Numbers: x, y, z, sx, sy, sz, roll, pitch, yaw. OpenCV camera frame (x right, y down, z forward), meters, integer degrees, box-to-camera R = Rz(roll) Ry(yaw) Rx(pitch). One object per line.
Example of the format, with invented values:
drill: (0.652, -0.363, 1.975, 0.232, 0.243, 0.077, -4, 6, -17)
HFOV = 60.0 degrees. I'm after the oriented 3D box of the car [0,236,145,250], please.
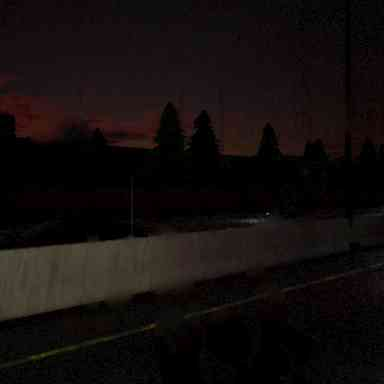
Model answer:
car: (-3.787, 1.467, 9.890, 5.008, 1.535, 1.882, 0, 0, -36)
